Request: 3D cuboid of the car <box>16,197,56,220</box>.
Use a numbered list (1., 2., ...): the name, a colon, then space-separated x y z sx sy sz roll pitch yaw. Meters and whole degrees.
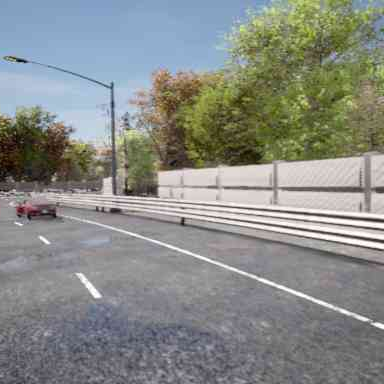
1. car: -11.023 1.090 23.458 1.812 1.442 4.674 -2 2 -39
